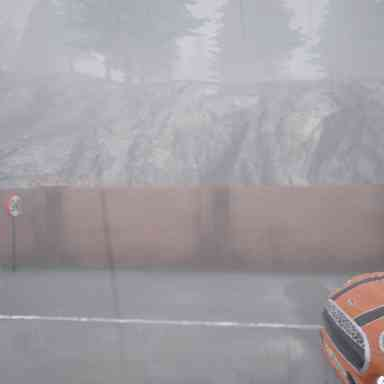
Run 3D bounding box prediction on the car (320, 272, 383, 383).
[{"bbox_3d":[3.880,1.314,3.652,4.553,1.767,2.097,0,0,5],"label":"car"}]
